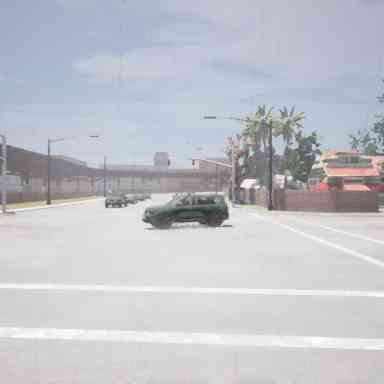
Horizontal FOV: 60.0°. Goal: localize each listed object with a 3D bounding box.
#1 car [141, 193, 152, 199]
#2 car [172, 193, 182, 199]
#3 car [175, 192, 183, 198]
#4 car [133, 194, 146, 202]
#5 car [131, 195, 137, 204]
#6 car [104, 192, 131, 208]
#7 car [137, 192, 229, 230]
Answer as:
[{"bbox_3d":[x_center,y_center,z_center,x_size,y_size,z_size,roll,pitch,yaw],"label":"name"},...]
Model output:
[{"bbox_3d":[-10.426,0.897,76.577,1.812,1.442,4.674,0,1,0],"label":"car"},{"bbox_3d":[-3.425,0.963,76.883,1.895,1.301,4.718,0,1,0],"label":"car"},{"bbox_3d":[-3.416,0.709,87.201,1.994,1.385,4.181,0,1,0],"label":"car"},{"bbox_3d":[-10.436,1.142,66.245,1.994,1.385,4.181,0,1,0],"label":"car"},{"bbox_3d":[-10.445,1.286,56.527,2.033,1.411,5.357,0,1,0],"label":"car"},{"bbox_3d":[-10.509,1.082,46.405,2.150,2.045,5.566,0,1,1],"label":"car"},{"bbox_3d":[-0.344,1.207,21.064,5.566,2.045,2.150,0,0,-22],"label":"car"}]
